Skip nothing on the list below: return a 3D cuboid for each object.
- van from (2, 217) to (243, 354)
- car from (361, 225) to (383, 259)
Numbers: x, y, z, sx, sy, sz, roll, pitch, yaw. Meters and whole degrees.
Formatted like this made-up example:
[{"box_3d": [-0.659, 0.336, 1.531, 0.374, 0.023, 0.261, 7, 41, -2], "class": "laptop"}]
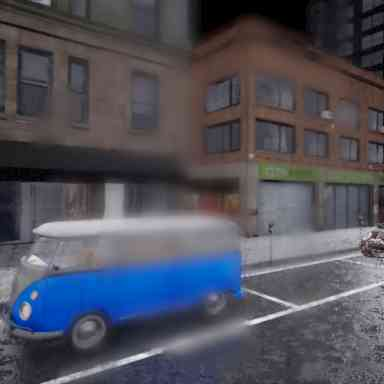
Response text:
[{"box_3d": [-0.927, 1.373, 5.875, 3.998, 1.788, 1.690, 1, -1, -36], "class": "van"}, {"box_3d": [8.028, 1.612, 12.264, 4.097, 1.590, 1.967, 1, -1, -36], "class": "car"}]
